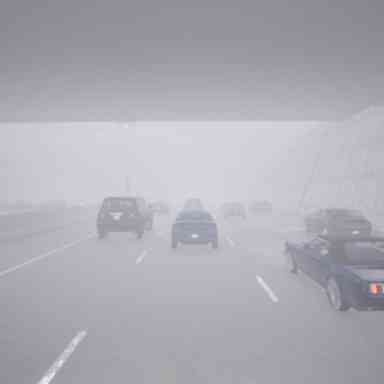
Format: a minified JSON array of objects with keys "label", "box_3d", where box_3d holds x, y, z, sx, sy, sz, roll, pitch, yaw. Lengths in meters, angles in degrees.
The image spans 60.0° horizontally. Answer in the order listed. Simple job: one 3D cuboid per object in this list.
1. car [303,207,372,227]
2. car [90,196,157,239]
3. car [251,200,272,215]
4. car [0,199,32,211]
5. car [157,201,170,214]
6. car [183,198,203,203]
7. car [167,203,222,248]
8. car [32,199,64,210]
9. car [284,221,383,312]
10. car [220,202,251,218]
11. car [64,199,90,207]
[{"label":"car","box_3d":[7.102,1.527,16.767,1.837,1.490,4.892,0,0,0]},{"label":"car","box_3d":[-3.398,1.243,17.699,2.150,2.045,5.566,0,0,0]},{"label":"car","box_3d":[7.121,1.535,35.064,2.128,1.511,4.902,0,0,0]},{"label":"car","box_3d":[-21.059,1.646,40.849,1.895,1.301,4.718,0,0,0]},{"label":"car","box_3d":[-3.380,1.606,35.642,1.994,1.385,4.181,0,0,0]},{"label":"car","box_3d":[0.120,1.394,35.125,2.097,1.767,4.553,0,0,0]},{"label":"car","box_3d":[0.101,1.496,14.924,1.882,1.535,5.008,0,0,0]},{"label":"car","box_3d":[-17.557,1.595,41.813,2.033,1.411,5.357,0,0,0]},{"label":"car","box_3d":[3.597,1.611,7.671,1.895,1.301,4.718,0,0,0]},{"label":"car","box_3d":[3.614,1.584,30.061,2.033,1.411,5.357,0,0,0]},{"label":"car","box_3d":[-14.055,1.574,41.956,1.812,1.442,4.674,0,0,0]}]
